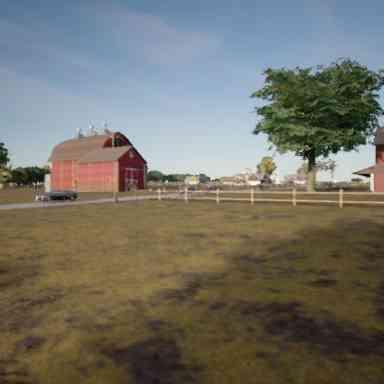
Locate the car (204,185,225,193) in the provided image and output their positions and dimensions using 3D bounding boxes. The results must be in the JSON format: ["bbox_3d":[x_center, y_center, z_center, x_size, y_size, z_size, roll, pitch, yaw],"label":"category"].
[{"bbox_3d":[3.865,-0.538,59.361,2.033,1.411,5.357,0,2,36],"label":"car"}]

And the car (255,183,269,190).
[{"bbox_3d":[16.253,-1.257,76.904,1.837,1.490,4.892,0,2,35],"label":"car"}]

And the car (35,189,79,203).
[{"bbox_3d":[-15.231,0.412,37.600,2.128,1.511,4.902,0,2,35],"label":"car"}]

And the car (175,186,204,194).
[{"bbox_3d":[-0.650,-0.424,57.940,2.033,1.411,5.357,0,2,36],"label":"car"}]
